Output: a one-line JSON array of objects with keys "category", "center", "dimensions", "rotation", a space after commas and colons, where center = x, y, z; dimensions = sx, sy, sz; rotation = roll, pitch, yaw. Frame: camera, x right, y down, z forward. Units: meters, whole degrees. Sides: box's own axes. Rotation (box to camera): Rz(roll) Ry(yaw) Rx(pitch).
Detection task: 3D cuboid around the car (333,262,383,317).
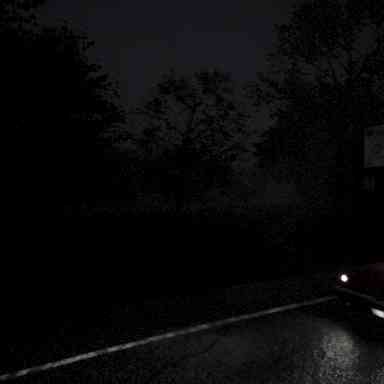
[{"category": "car", "center": [4.977, 1.653, 6.330], "dimensions": [4.718, 1.301, 1.895], "rotation": [1, -1, -27]}]
